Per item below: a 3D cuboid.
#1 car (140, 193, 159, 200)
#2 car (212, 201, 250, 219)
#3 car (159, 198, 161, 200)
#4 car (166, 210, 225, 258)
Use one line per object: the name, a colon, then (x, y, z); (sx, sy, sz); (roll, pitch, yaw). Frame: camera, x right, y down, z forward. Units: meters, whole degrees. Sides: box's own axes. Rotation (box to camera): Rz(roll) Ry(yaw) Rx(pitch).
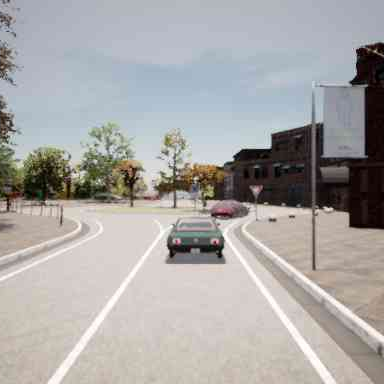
car: (-12.054, 1.399, 91.392); (4.553, 1.767, 2.185); (0, -1, -2)
car: (3.247, 1.389, 27.515); (1.994, 1.385, 4.181); (0, -1, 32)
car: (-12.127, 1.586, 94.424); (5.008, 1.535, 2.097); (0, -1, -2)
car: (0.155, 1.570, 12.687); (1.895, 1.301, 4.718); (0, 0, 1)
